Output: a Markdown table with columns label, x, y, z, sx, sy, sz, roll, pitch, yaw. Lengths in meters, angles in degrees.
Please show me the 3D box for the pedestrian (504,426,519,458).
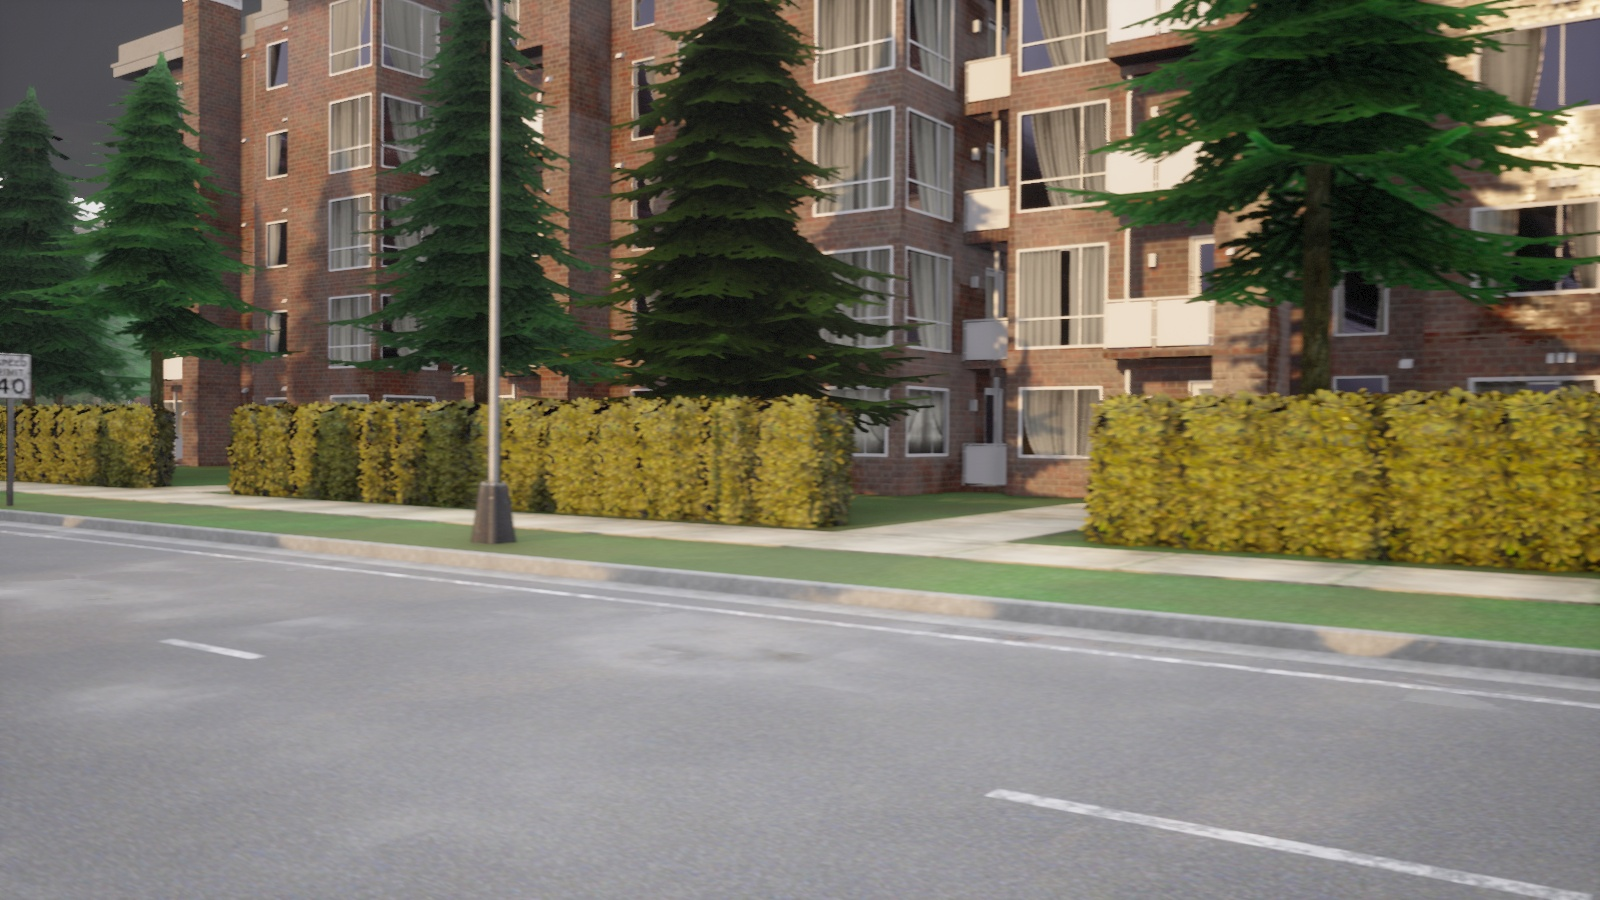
| label | x | y | z | sx | sy | sz | roll | pitch | yaw |
| --- | --- | --- | --- | --- | --- | --- | --- | --- | --- |
| pedestrian | -17.705 | -0.468 | 77.171 | 0.423 | 1.949 | 0.788 | 0 | 1 | 36 |
